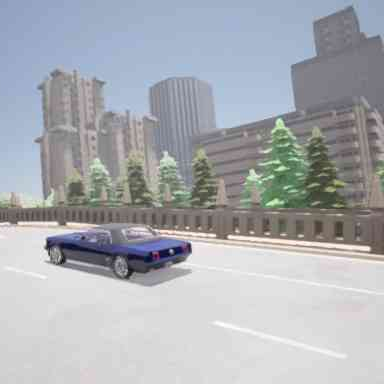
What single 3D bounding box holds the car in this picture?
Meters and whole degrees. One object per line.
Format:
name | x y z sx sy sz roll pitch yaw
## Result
car | -2.402 1.619 10.022 4.718 1.301 1.895 0 0 36
